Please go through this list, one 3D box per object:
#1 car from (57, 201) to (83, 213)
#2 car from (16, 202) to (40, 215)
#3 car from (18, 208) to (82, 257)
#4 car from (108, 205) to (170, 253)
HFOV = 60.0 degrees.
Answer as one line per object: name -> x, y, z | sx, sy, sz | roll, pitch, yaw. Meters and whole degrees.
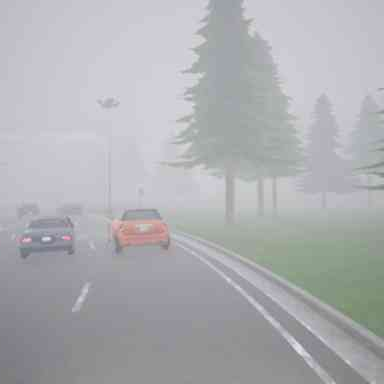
car -> -12.394, 1.666, 33.502 | 1.882, 1.535, 5.008 | -1, 0, -30
car -> -16.380, 1.747, 33.351 | 1.837, 1.490, 4.892 | -1, 0, -30
car -> -5.698, 1.633, 13.463 | 2.033, 1.411, 5.357 | -1, 0, -20
car -> -2.429, 1.393, 14.296 | 2.097, 1.767, 4.553 | -1, 0, -18
